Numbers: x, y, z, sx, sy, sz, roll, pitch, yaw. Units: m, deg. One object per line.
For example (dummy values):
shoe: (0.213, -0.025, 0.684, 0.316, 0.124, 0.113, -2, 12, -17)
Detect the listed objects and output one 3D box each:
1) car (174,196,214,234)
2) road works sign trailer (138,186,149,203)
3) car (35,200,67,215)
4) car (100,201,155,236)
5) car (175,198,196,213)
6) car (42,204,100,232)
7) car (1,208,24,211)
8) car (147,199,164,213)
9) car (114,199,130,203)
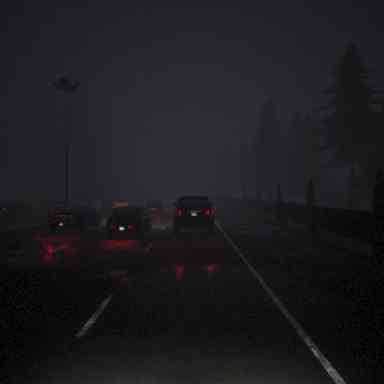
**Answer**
car: (0.103, 1.222, 19.434, 2.150, 2.045, 5.566, 0, 0, 0)
road works sign trailer: (-10.575, 0.465, 72.386, 2.380, 3.560, 2.880, 0, 0, -28)
car: (-14.772, 1.565, 35.137, 1.994, 1.385, 4.181, 0, 0, -6)
car: (-3.398, 1.505, 18.494, 1.837, 1.490, 4.892, 0, 0, 0)
car: (-0.781, 1.478, 37.612, 1.882, 1.535, 5.008, 0, 0, -7)
car: (-6.898, 1.492, 19.975, 2.128, 1.511, 4.902, 0, 0, 0)
car: (-17.923, 1.601, 32.393, 1.895, 1.301, 4.718, 0, 0, -5)
car: (-4.122, 1.492, 36.037, 2.128, 1.511, 4.902, 0, 0, -6)
car: (-7.826, 1.478, 37.609, 1.882, 1.535, 5.008, 0, 0, -7)
